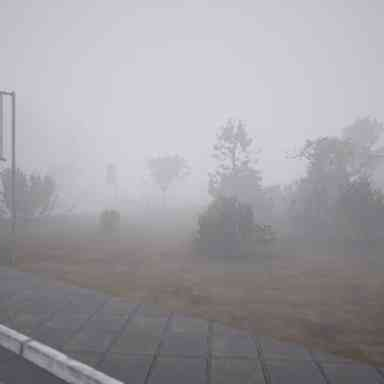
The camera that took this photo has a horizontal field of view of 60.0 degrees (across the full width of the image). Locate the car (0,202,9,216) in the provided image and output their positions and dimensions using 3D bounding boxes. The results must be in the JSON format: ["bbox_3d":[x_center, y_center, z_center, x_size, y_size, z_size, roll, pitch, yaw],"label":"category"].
[{"bbox_3d":[-18.163,1.563,28.610,1.994,1.385,4.181,0,0,39],"label":"car"}]

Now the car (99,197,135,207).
[{"bbox_3d":[-10.559,1.468,49.534,2.033,1.411,5.357,0,1,39],"label":"car"}]

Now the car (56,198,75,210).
[{"bbox_3d":[-17.021,1.481,41.513,2.128,1.511,4.902,0,0,39],"label":"car"}]

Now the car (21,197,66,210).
[{"bbox_3d":[-19.552,1.480,43.952,2.128,1.511,4.902,0,0,39],"label":"car"}]

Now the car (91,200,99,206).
[{"bbox_3d":[-13.227,1.520,51.800,1.895,1.301,4.718,0,1,39],"label":"car"}]
